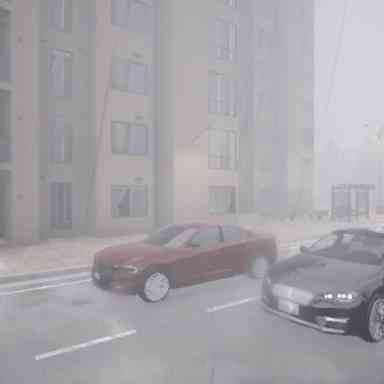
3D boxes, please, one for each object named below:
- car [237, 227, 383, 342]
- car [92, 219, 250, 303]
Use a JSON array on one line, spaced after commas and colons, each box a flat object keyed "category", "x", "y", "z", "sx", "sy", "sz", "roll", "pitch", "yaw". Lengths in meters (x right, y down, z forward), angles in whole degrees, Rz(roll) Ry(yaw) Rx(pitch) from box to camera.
[{"category": "car", "x": 3.447, "y": 1.491, "z": 6.552, "sx": 4.902, "sy": 1.511, "sz": 2.128, "roll": 0, "pitch": 0, "yaw": -36}, {"category": "car", "x": 0.043, "y": 1.477, "z": 8.389, "sx": 5.008, "sy": 1.535, "sz": 1.882, "roll": 0, "pitch": 0, "yaw": -36}]
